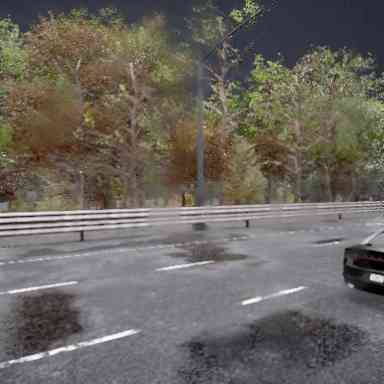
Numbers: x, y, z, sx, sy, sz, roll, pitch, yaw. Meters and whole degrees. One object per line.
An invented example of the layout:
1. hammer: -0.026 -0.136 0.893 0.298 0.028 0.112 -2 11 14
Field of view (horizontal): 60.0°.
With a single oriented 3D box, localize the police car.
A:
1. police car: 5.622 1.427 7.753 5.238 1.638 1.930 0 0 -35
